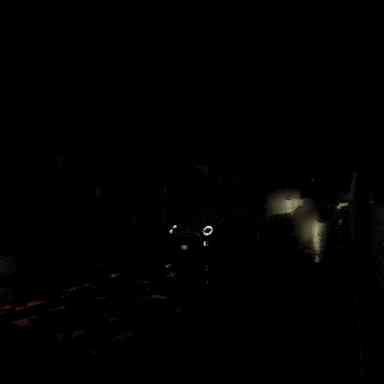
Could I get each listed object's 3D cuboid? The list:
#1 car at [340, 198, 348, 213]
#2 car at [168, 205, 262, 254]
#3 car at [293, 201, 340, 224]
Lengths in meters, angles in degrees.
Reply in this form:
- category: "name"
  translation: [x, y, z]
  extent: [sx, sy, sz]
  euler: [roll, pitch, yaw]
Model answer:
- category: "car"
  translation: [16.235, 1.379, 34.023]
  extent: [1.812, 1.442, 4.674]
  euler: [-3, -1, 37]
- category: "car"
  translation: [1.042, 1.365, 13.598]
  extent: [2.097, 1.767, 4.553]
  euler: [-3, -1, 37]
- category: "car"
  translation: [8.976, 1.403, 24.282]
  extent: [1.882, 1.535, 5.008]
  euler: [-3, -2, 37]
